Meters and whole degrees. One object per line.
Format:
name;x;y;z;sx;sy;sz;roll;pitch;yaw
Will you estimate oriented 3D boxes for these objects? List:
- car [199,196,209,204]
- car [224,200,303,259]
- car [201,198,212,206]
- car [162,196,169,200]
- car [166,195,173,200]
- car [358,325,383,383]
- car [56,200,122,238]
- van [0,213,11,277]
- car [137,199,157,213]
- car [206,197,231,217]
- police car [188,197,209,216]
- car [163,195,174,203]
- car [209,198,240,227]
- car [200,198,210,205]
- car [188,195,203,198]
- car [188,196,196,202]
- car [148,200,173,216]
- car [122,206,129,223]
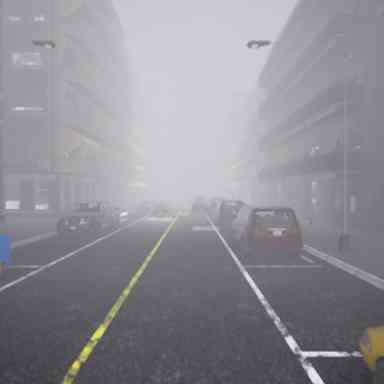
car;2.694;1.824;74.428;1.967;1.590;4.097;-1;0;0
car;2.680;1.381;12.807;2.192;1.841;5.009;-1;0;0
car;2.693;1.852;63.394;1.752;1.417;4.829;-1;0;0
car;-5.688;1.848;57.652;2.008;1.369;4.403;-1;0;0
car;-5.686;1.907;68.856;2.008;1.369;4.403;-1;0;0
car;2.680;1.535;1.772;1.752;1.417;4.829;-1;0;0
car;-5.689;1.410;18.439;2.192;1.841;5.009;-1;0;0
van;-5.668;1.379;7.235;1.690;1.788;3.998;-1;0;0
car;-5.691;1.793;40.846;1.802;1.307;4.206;-1;0;0
car;2.684;1.496;35.215;2.192;1.841;5.009;-1;0;0
police car;0.805;1.605;34.962;1.930;1.638;5.238;0;0;0
car;-5.687;1.730;80.061;2.192;1.841;5.009;-1;0;0
car;2.682;1.438;24.011;2.192;1.841;5.009;-1;0;0
car;2.694;1.920;68.825;1.947;1.339;4.313;-1;0;0
car;0.911;1.486;50.877;2.150;2.045;5.566;0;0;0
car;0.017;1.789;81.481;1.994;1.385;4.181;0;0;0
car;-3.087;1.780;34.904;1.895;1.301;4.718;0;0;0
car;-5.702;1.675;24.040;2.008;1.369;4.403;-1;0;0
